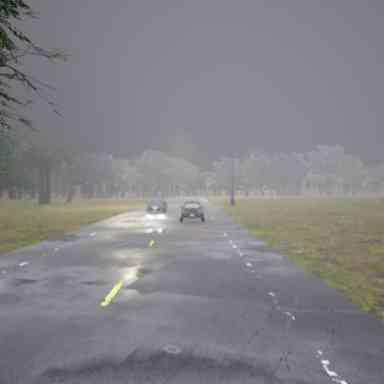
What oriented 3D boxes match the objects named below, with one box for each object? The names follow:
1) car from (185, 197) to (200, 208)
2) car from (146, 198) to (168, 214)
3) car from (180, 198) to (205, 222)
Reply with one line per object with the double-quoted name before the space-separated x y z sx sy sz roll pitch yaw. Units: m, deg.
"car" 0.059 1.412 44.531 1.895 1.301 4.718 0 0 0
"car" -3.552 1.383 34.623 2.128 1.511 4.902 0 0 1
"car" 0.030 1.476 26.070 1.812 1.442 4.674 0 0 1
